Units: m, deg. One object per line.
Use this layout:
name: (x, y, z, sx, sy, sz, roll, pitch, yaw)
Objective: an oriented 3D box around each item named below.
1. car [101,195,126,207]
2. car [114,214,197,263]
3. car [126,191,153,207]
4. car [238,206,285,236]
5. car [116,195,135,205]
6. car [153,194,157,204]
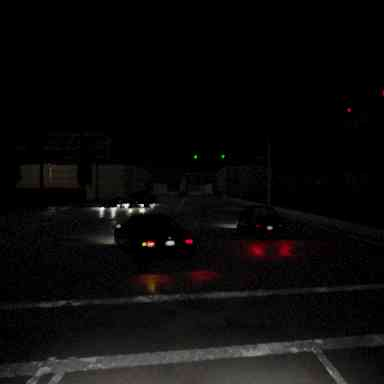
car: (-10.499, 1.233, 43.894, 1.812, 1.442, 4.674, 0, 1, 1)
car: (-1.537, 1.512, 11.970, 2.033, 1.411, 5.357, 0, 0, -21)
car: (-6.997, 0.918, 44.907, 2.150, 2.045, 5.566, 0, 1, 1)
car: (3.612, 1.450, 17.742, 1.812, 1.442, 4.674, 0, 0, 0)
car: (-10.490, 1.192, 52.645, 1.994, 1.385, 4.181, 0, 1, 1)
car: (-6.983, 1.085, 54.689, 1.882, 1.535, 5.008, 0, 1, 0)
